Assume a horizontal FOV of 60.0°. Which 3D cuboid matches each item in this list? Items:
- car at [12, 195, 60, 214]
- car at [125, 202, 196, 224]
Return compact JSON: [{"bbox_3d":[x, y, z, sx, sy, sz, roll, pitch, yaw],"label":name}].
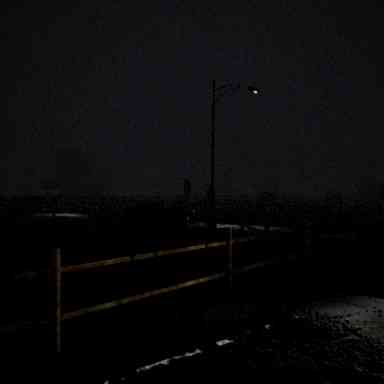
[{"bbox_3d":[-13.637,1.008,29.108,5.008,1.535,1.882,1,0,32],"label":"car"},{"bbox_3d":[-2.112,1.310,22.213,4.718,1.301,1.895,1,0,30],"label":"car"}]
